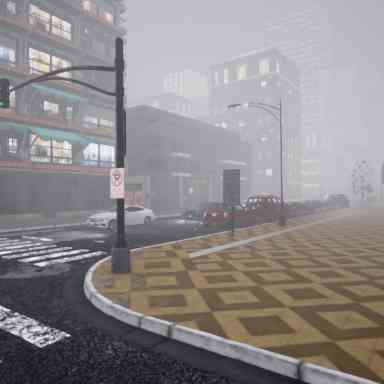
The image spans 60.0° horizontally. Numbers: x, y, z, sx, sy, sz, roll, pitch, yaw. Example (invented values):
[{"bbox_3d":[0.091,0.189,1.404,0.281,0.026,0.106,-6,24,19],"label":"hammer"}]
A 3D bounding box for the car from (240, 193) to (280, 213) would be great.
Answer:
[{"bbox_3d":[7.653,1.170,36.979,2.150,2.045,5.566,-1,0,36],"label":"car"}]

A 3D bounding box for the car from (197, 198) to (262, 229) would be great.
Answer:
[{"bbox_3d":[2.448,1.354,20.762,1.967,1.590,4.097,-1,0,36],"label":"car"}]

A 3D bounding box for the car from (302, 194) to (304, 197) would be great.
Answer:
[{"bbox_3d":[22.500,1.442,61.344,1.752,1.417,4.829,-1,0,36],"label":"car"}]

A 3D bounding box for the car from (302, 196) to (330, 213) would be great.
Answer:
[{"bbox_3d":[12.387,1.423,34.281,1.887,1.381,4.507,-1,0,36],"label":"car"}]

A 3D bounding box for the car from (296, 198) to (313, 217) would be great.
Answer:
[{"bbox_3d":[9.075,1.472,29.774,1.802,1.307,4.206,-1,0,36],"label":"car"}]

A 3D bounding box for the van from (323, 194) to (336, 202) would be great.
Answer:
[{"bbox_3d":[29.224,1.232,70.494,1.690,1.788,3.998,-1,0,36],"label":"van"}]

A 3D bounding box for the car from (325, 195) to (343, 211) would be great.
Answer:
[{"bbox_3d":[15.699,1.417,38.787,2.008,1.369,4.403,-1,0,36],"label":"car"}]

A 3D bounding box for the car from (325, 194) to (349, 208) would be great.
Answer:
[{"bbox_3d":[19.010,1.169,43.295,2.192,1.841,5.009,-1,0,36],"label":"car"}]

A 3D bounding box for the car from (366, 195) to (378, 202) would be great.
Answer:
[{"bbox_3d":[35.575,1.335,65.827,1.887,1.381,4.507,-1,0,36],"label":"car"}]

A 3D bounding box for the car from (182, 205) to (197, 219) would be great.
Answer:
[{"bbox_3d":[1.407,1.518,28.485,2.033,1.411,5.357,-1,0,36],"label":"car"}]

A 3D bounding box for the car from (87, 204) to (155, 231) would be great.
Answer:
[{"bbox_3d":[-4.294,1.517,20.733,1.812,1.442,4.674,-1,0,36],"label":"car"}]

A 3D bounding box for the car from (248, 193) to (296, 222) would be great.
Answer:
[{"bbox_3d":[5.759,1.217,25.269,2.192,1.841,5.009,-1,0,36],"label":"car"}]
